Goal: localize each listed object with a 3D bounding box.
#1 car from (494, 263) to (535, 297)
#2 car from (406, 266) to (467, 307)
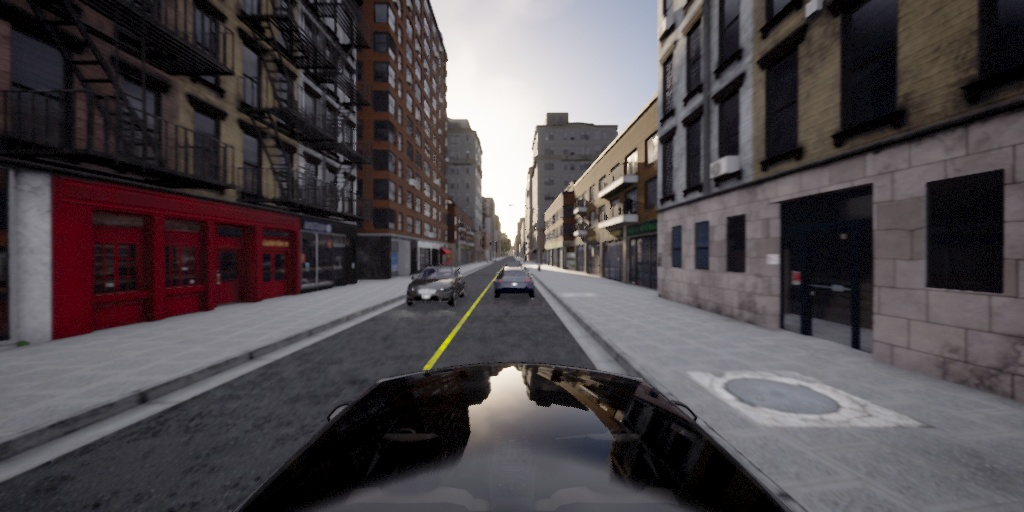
[{"bbox_3d":[0.111,1.265,18.585,1.994,1.385,4.181,0,0,0],"label":"car"},{"bbox_3d":[-3.097,1.201,15.396,2.128,1.511,4.902,0,0,0],"label":"car"}]
